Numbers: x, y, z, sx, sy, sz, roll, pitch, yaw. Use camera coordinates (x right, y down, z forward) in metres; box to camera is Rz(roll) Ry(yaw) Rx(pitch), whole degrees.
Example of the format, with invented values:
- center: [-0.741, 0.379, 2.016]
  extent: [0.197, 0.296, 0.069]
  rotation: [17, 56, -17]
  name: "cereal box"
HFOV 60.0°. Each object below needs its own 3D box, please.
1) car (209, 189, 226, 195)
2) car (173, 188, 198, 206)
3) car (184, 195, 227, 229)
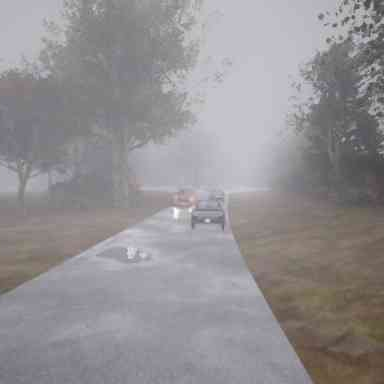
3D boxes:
- center: [2.866, 0.412, 38.589]
  extent: [2.033, 1.411, 5.357]
  rotation: [0, 3, 6]
  name: "car"
- center: [-0.572, 0.440, 33.365]
  extent: [2.097, 1.767, 4.553]
  rotation: [2, 3, 6]
  name: "car"
- center: [0.977, 1.177, 19.354]
  extent: [2.128, 1.511, 4.902]
  rotation: [0, 2, 4]
  name: "car"
